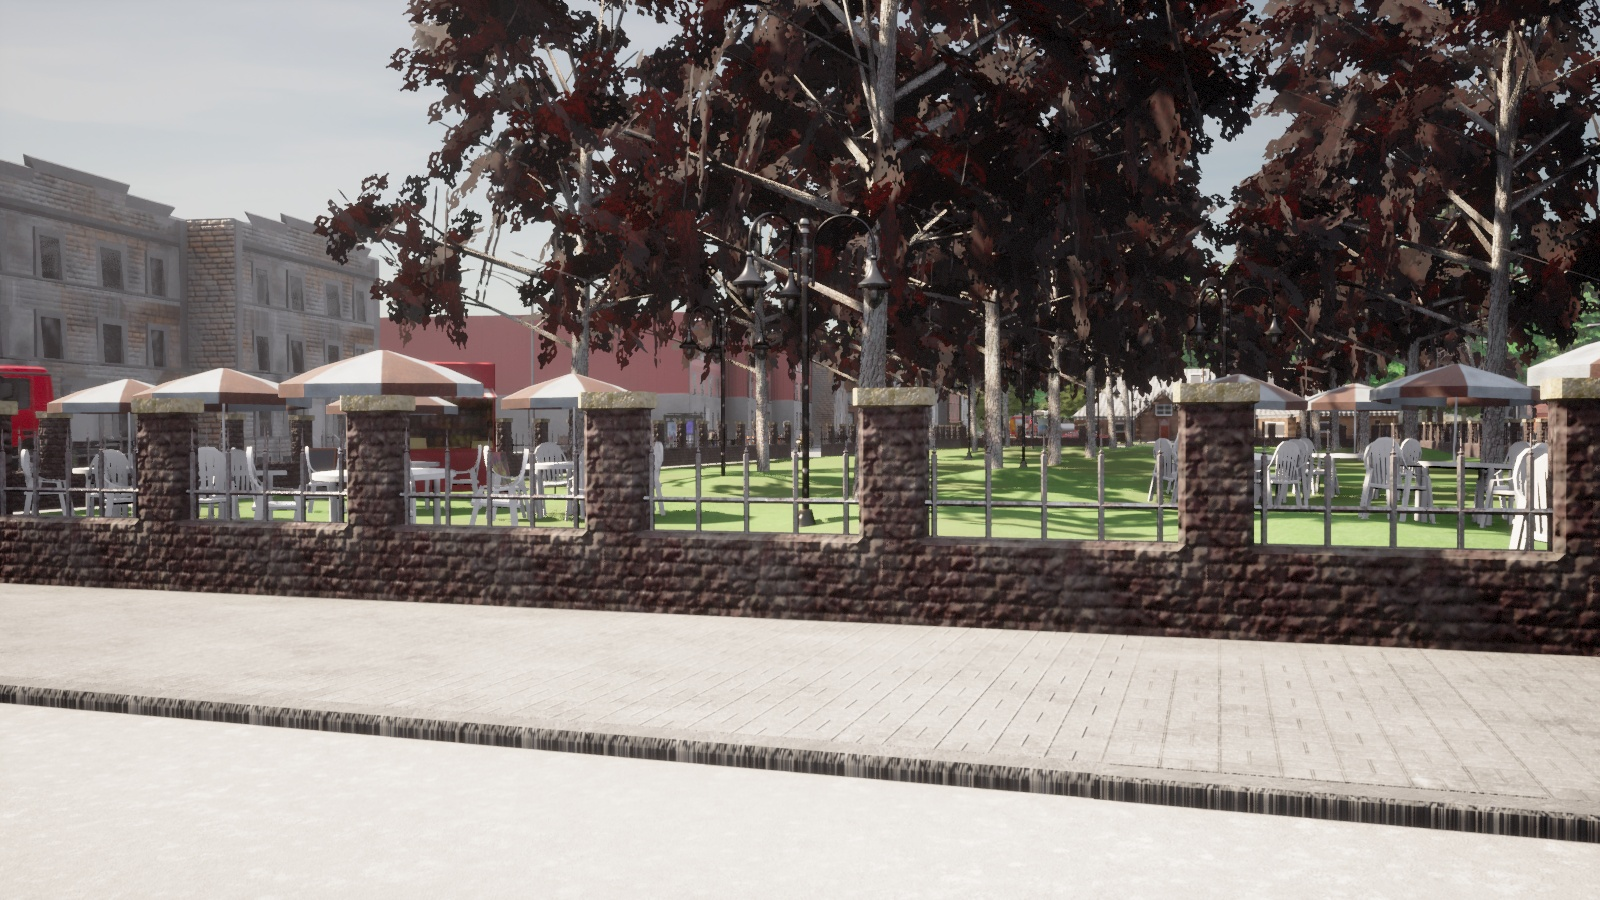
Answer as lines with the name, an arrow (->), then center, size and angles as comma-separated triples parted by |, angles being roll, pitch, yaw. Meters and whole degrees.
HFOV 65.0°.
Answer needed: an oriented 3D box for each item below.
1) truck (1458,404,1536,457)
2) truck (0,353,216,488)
truck -> 47.844, -1.360, 86.422 | 2.891, 3.462, 7.936 | 0, 1, 15
truck -> -20.844, -0.808, 35.889 | 2.891, 3.462, 7.936 | 1, 1, 18
